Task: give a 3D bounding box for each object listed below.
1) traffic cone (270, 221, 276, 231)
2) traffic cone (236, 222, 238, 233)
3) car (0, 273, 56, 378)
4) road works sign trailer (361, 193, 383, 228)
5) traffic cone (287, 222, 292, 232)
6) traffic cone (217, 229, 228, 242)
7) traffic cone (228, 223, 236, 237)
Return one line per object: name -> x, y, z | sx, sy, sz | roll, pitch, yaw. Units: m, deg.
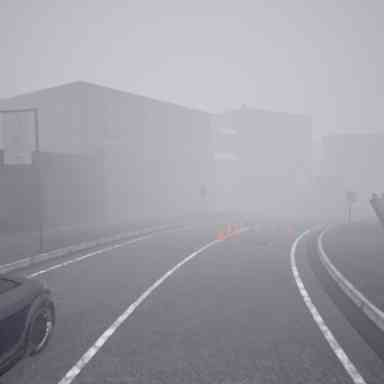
traffic cone -> 5.073, 2.132, 20.786 | 0.340, 0.580, 0.340 | 2, 0, 17
traffic cone -> 2.576, 2.060, 19.476 | 0.340, 0.580, 0.340 | 2, 0, 17
car -> -3.169, 1.575, 3.358 | 1.994, 1.385, 4.181 | 0, 0, 5
road works sign trailer -> 11.386, 1.313, 19.966 | 2.880, 2.380, 3.560 | -30, -18, 31
traffic cone -> 6.023, 2.164, 20.489 | 0.340, 0.580, 0.340 | 2, 0, 17
traffic cone -> 1.382, 2.037, 15.658 | 0.340, 0.580, 0.340 | 1, 0, 17
traffic cone -> 1.979, 2.049, 17.567 | 0.340, 0.580, 0.340 | 2, 0, 17
